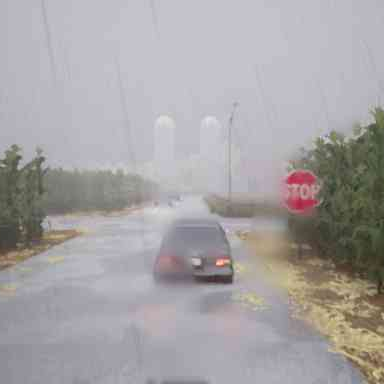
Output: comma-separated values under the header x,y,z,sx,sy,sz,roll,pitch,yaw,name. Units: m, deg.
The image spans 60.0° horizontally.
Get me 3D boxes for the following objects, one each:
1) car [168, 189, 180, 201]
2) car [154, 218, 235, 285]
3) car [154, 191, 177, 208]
x,y,z,sx,sy,sz,roll,pitch,yaw,name
-3.156,0.509,56.264,2.150,2.045,5.566,0,0,0,car
0.117,1.430,9.293,2.033,1.411,5.357,0,1,2,car
-3.199,0.972,38.137,2.128,1.511,4.902,0,1,0,car
